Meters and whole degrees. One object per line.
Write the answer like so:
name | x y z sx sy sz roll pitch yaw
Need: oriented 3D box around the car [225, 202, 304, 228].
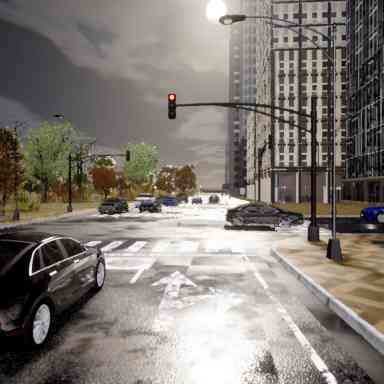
car | 4.526 1.435 21.160 4.892 1.490 1.837 0 2 19

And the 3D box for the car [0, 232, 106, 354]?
car | -3.023 1.504 6.175 1.837 1.490 4.892 0 0 1

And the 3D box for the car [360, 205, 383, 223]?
car | 14.356 1.319 22.991 5.008 1.535 1.882 0 0 5

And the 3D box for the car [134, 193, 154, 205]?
car | -6.942 1.215 49.350 2.150 2.045 5.566 0 0 5

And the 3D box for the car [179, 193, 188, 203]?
car | -1.975 1.222 69.486 2.150 2.045 5.566 0 0 5

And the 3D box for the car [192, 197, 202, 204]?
car | 1.063 1.600 65.460 1.895 1.301 4.718 0 0 5

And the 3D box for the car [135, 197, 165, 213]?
car | -4.646 1.555 37.297 1.994 1.385 4.181 0 0 4

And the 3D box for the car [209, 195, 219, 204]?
car | 4.406 1.353 66.466 2.097 1.767 4.553 0 0 5

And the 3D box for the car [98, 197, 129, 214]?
car | -8.112 1.343 34.710 2.097 1.767 4.553 0 0 5

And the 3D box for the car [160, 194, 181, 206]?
car | -3.373 1.471 53.142 1.882 1.535 5.008 0 0 5
